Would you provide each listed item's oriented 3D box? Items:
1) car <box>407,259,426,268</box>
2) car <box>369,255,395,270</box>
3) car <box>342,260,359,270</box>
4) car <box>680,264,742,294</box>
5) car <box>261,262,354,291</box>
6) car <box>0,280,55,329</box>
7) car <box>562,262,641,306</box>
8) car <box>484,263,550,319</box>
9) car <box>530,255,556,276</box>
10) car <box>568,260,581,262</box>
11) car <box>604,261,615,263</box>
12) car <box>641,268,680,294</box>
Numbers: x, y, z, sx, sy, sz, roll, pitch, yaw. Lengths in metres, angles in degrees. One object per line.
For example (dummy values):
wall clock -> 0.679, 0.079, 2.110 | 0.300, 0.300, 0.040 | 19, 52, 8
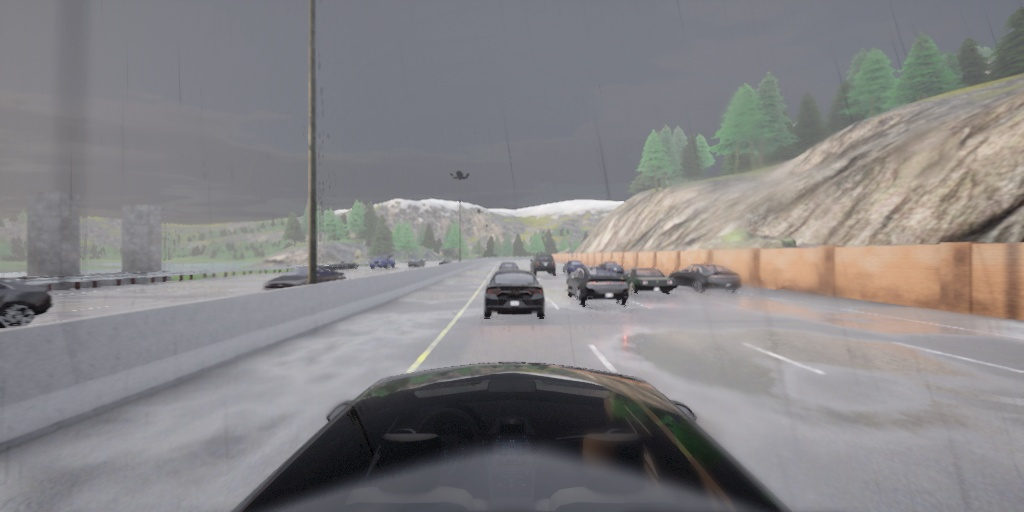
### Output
car -> -15.073, 1.158, 57.055 | 2.033, 1.411, 5.357 | 0, 0, -1
car -> -18.469, 0.846, 51.420 | 2.150, 2.045, 5.566 | 0, 0, -1
car -> -21.873, 1.237, 46.940 | 1.895, 1.301, 4.718 | 0, 0, -1
car -> 10.441, 1.197, 19.810 | 2.128, 1.511, 4.902 | 0, 0, -1
car -> -10.733, 1.254, 19.120 | 2.033, 1.411, 5.357 | 0, 0, -1
car -> -14.112, 1.225, 8.193 | 2.128, 1.511, 4.902 | 0, 0, 0
car -> 3.518, 1.207, 15.496 | 2.128, 1.511, 4.902 | 0, 0, -1
car -> 0.052, 1.200, 12.795 | 1.882, 1.535, 5.008 | 0, 0, -1
car -> 3.071, 0.886, 36.185 | 2.150, 2.045, 5.566 | 0, 0, -1
car -> 6.526, 1.187, 37.538 | 1.812, 1.442, 4.674 | 0, 0, -2
car -> 10.052, 1.226, 37.062 | 1.994, 1.385, 4.181 | 0, 0, -1
car -> 6.952, 1.307, 19.534 | 1.895, 1.301, 4.718 | 0, 0, -1
